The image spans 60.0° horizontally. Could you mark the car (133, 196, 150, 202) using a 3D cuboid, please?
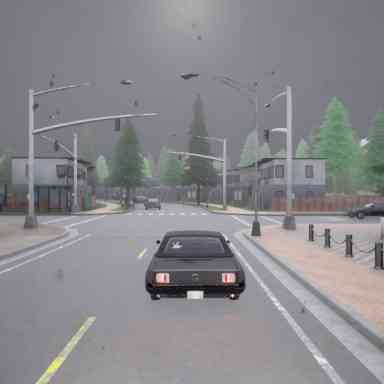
[{"bbox_3d":[-10.963,1.505,71.921,1.994,1.385,4.181,0,0,-36],"label":"car"}]

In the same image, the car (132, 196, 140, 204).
[{"bbox_3d":[-9.685,1.470,61.467,1.837,1.490,4.892,0,0,-23],"label":"car"}]

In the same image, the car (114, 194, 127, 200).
[{"bbox_3d":[-16.966,1.322,79.982,4.674,1.442,1.812,0,0,45],"label":"car"}]

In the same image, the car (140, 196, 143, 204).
[{"bbox_3d":[-6.469,1.513,52.017,2.033,1.411,5.357,0,0,-14],"label":"car"}]

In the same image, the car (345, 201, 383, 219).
[{"bbox_3d":[15.405,1.510,28.052,4.674,1.442,1.812,0,0,1],"label":"car"}]

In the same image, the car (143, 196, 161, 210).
[{"bbox_3d":[-4.946,1.491,42.447,1.812,1.442,4.674,0,0,-6],"label":"car"}]

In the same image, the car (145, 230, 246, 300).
[{"bbox_3d":[0.033,1.601,8.325,1.895,1.301,4.718,0,0,-1],"label":"car"}]
